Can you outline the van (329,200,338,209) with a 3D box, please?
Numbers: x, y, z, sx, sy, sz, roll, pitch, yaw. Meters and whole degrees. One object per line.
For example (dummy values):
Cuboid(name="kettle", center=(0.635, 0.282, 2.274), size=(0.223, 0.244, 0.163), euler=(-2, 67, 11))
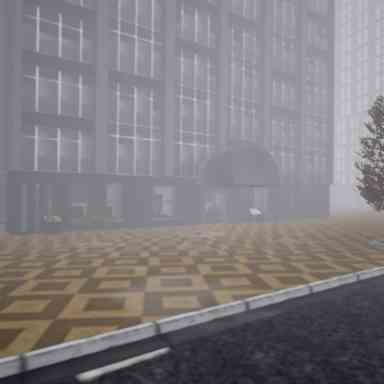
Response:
Cuboid(name="van", center=(26.363, 2.524, 64.559), size=(1.690, 1.788, 3.998), euler=(0, -1, -22))
